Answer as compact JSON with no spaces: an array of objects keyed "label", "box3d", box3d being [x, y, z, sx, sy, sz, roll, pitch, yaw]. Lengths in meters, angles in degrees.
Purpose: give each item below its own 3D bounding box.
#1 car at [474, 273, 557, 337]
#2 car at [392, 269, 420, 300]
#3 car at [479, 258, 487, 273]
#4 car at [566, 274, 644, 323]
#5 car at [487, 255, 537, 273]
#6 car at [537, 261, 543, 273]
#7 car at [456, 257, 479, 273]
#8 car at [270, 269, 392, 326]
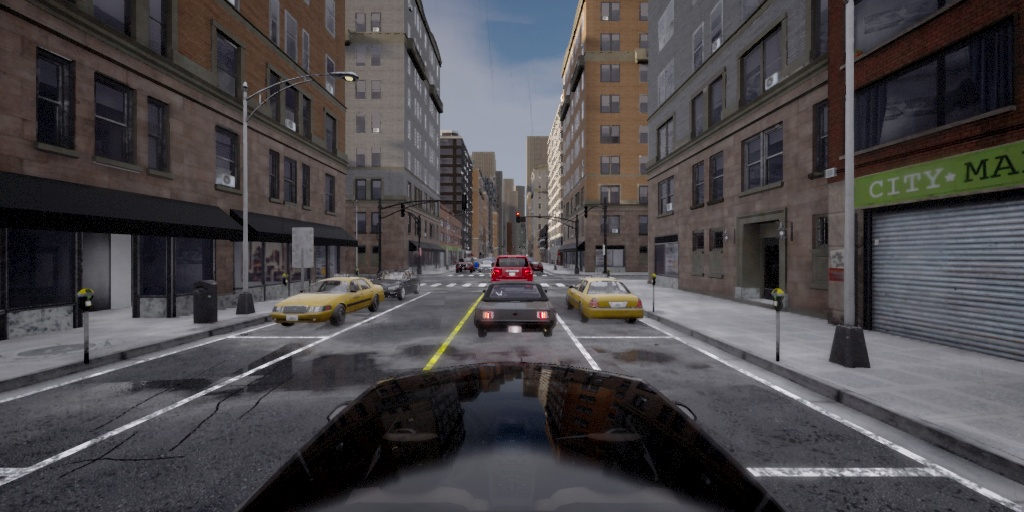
[{"label":"car","box3d":[0.085,1.351,10.223,1.895,1.301,4.718,0,0,0]},{"label":"car","box3d":[-5.662,1.302,17.342,2.007,1.370,4.403,0,0,0]},{"label":"car","box3d":[-3.081,1.288,44.717,1.812,1.442,4.674,0,0,0]},{"label":"car","box3d":[2.861,1.276,11.983,1.751,1.417,4.829,0,0,0]},{"label":"car","box3d":[0.008,0.974,19.993,2.150,2.045,5.566,0,0,0]},{"label":"car","box3d":[2.874,1.307,44.112,1.888,1.381,4.507,0,0,0]},{"label":"car","box3d":[-5.651,1.077,44.116,2.192,1.841,5.009,0,0,0]},{"label":"car","box3d":[-5.664,1.276,11.647,1.751,1.417,4.829,0,0,0]}]
